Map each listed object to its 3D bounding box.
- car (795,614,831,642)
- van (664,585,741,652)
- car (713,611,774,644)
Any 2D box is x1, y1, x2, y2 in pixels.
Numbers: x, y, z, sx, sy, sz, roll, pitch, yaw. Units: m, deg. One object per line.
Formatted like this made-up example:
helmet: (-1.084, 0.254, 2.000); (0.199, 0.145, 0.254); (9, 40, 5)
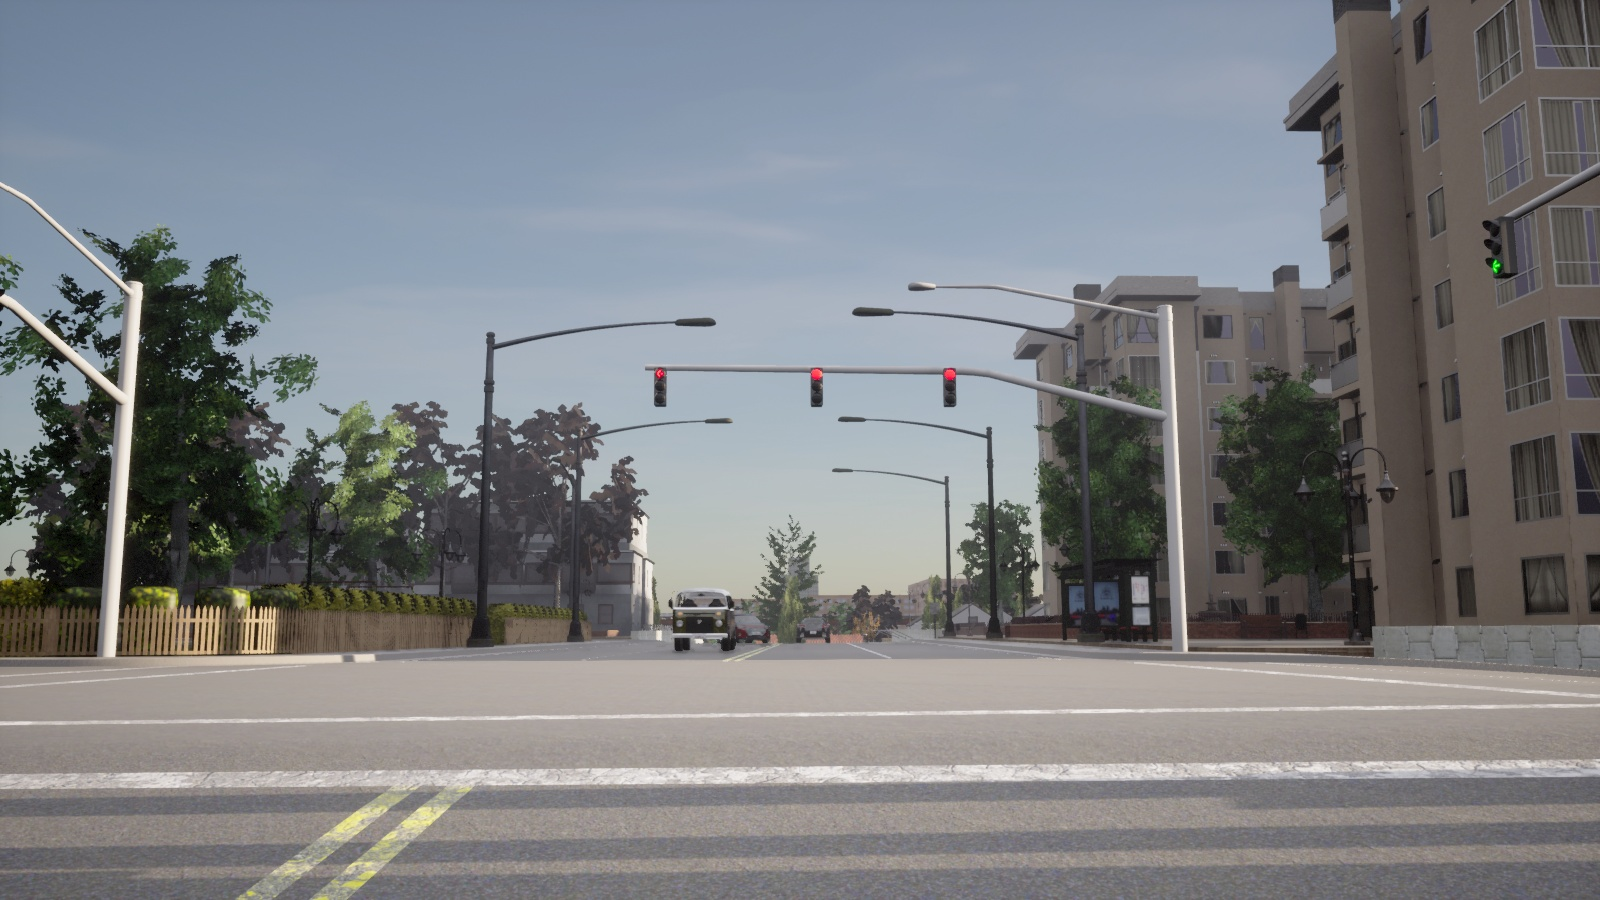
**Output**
car: (0.827, 11.347, 79.853); (2.152, 1.651, 5.027); (0, -9, 1)
van: (-3.078, 5.466, 40.609); (2.069, 2.038, 4.480); (0, -8, 1)
car: (-3.081, 9.579, 67.533); (2.033, 1.649, 4.856); (3, -10, -18)
